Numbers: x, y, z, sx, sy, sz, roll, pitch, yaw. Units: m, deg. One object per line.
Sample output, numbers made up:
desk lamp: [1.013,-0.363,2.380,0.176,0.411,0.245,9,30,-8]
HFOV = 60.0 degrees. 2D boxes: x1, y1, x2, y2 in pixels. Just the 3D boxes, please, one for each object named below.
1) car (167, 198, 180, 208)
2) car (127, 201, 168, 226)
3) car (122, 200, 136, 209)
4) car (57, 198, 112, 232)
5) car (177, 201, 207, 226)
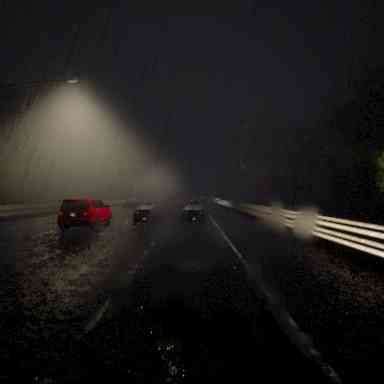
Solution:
car: [-3.137,1.856,55.373,2.097,1.767,4.553,0,-1,0]
car: [-3.336,1.725,25.901,2.128,1.511,4.902,0,-1,0]
car: [-10.145,2.049,54.931,2.033,1.411,5.357,0,-1,2]
car: [-6.856,1.420,21.830,2.150,2.045,5.566,0,0,0]
car: [0.164,1.725,25.906,2.128,1.511,4.902,0,-1,0]
